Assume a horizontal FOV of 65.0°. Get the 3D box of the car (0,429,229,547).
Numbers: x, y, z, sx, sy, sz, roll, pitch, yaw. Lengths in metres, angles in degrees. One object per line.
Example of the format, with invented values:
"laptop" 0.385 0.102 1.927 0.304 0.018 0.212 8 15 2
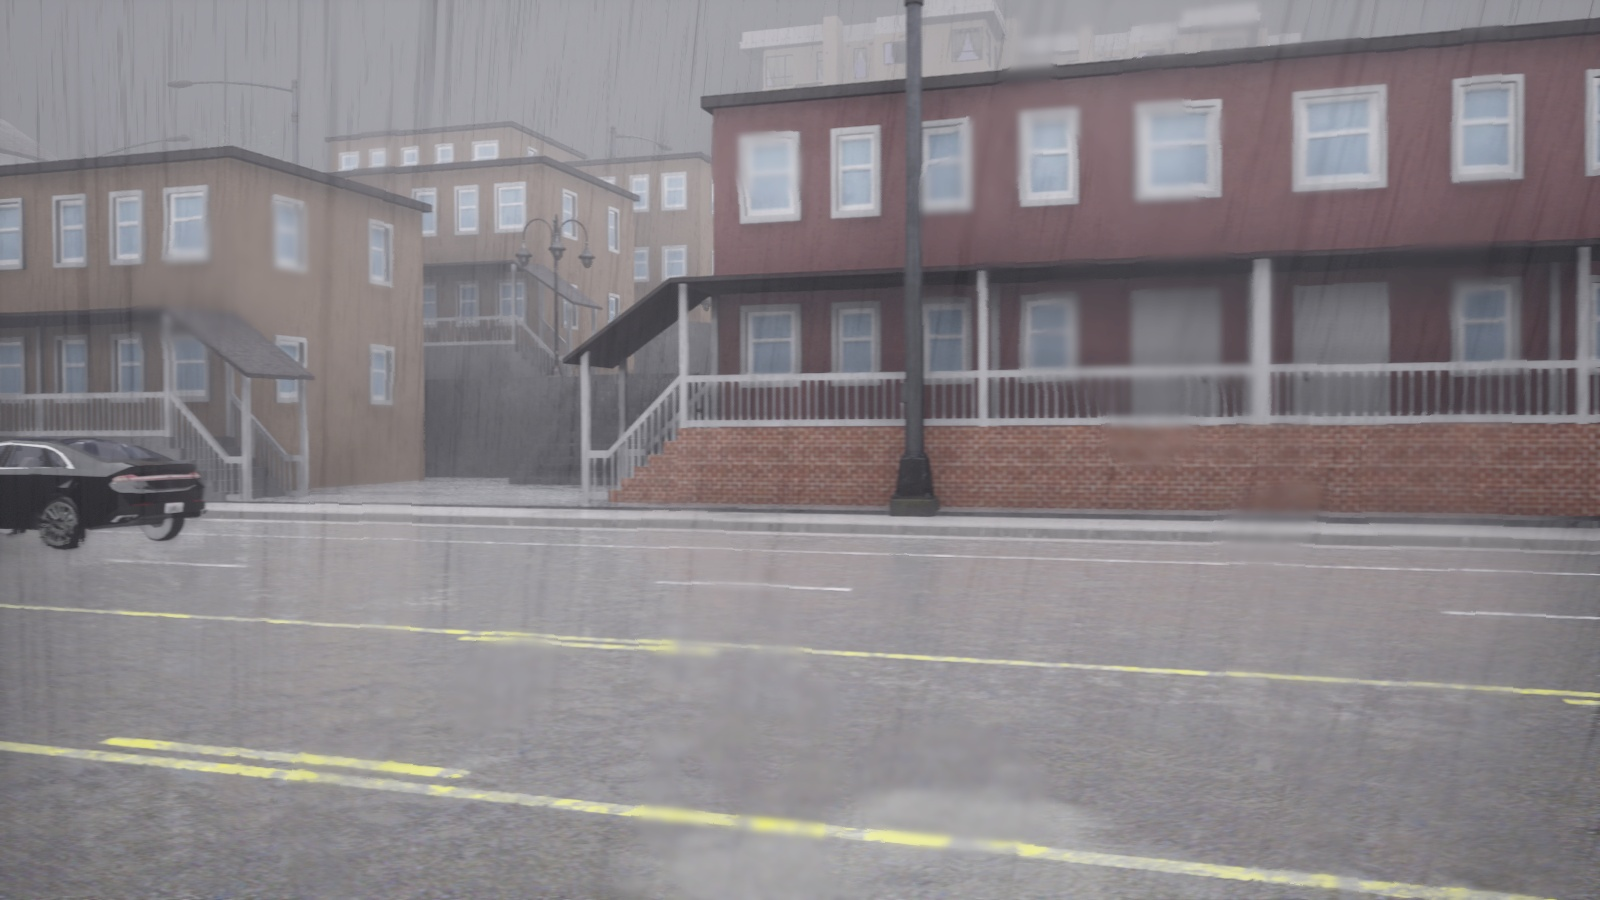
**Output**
"car" -10.928 0.454 17.952 4.902 1.511 2.128 1 1 19
